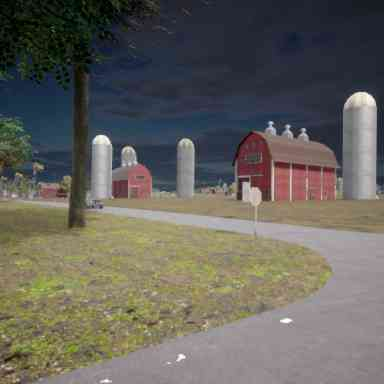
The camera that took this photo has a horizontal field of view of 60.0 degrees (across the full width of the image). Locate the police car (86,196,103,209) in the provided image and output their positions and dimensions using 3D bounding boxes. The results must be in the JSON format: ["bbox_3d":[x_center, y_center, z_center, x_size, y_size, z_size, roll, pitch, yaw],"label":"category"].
[{"bbox_3d":[-12.747,1.322,41.814,2.038,1.542,4.974,1,-1,-35],"label":"police car"}]
